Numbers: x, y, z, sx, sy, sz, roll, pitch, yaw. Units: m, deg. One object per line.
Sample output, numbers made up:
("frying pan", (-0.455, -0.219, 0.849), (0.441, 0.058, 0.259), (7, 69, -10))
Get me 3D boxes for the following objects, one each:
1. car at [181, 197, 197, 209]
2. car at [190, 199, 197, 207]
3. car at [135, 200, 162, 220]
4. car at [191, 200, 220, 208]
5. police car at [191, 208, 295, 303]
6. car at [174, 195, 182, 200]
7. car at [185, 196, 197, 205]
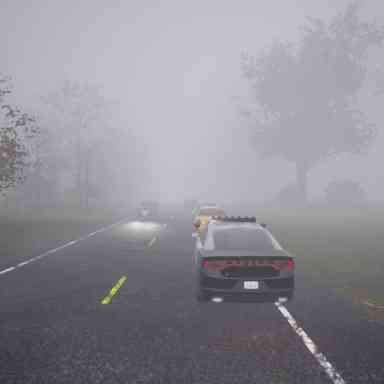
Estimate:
("car", (-0.083, 1.439, 45.636), (1.882, 1.535, 5.008), (0, 0, 0))
("car", (0.986, 1.514, 24.285), (1.812, 1.442, 4.674), (0, 0, 0))
("car", (-3.675, 1.476, 28.510), (2.128, 1.511, 4.902), (0, 0, 0))
("car", (1.001, 1.447, 18.474), (1.801, 1.575, 5.366), (0, 0, 0))
("police car", (1.028, 1.422, 8.393), (1.930, 1.638, 5.238), (0, 0, 0))
("car", (-3.743, 1.414, 91.441), (1.994, 1.385, 4.181), (0, 0, 0))
("car", (-0.159, 1.498, 59.655), (1.994, 1.385, 4.181), (0, 0, 0))
